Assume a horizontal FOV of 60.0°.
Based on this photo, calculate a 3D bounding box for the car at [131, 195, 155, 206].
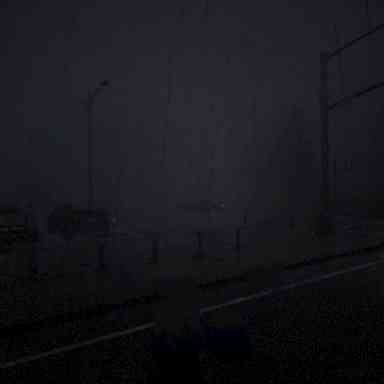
[{"bbox_3d":[-7.179,1.146,48.152,1.882,1.535,5.008,-1,1,-36],"label":"car"}]

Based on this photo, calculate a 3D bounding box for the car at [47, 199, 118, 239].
[{"bbox_3d":[-5.506,1.269,15.911,2.007,1.523,4.514,-1,1,-36],"label":"car"}]

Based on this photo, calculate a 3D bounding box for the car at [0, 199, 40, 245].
[{"bbox_3d":[-8.022,1.307,14.038,2.152,1.636,5.027,-1,1,-36],"label":"car"}]

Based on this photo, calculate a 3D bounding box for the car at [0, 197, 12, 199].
[{"bbox_3d":[-20.713,1.305,37.042,1.845,1.501,3.633,-1,1,-36],"label":"car"}]

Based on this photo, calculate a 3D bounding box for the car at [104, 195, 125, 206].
[{"bbox_3d":[-11.261,1.239,47.745,1.837,1.490,4.892,-1,0,-36],"label":"car"}]

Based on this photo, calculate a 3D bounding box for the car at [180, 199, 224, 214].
[{"bbox_3d":[0.873,1.320,31.060,1.895,1.301,4.718,-1,1,-36],"label":"car"}]
